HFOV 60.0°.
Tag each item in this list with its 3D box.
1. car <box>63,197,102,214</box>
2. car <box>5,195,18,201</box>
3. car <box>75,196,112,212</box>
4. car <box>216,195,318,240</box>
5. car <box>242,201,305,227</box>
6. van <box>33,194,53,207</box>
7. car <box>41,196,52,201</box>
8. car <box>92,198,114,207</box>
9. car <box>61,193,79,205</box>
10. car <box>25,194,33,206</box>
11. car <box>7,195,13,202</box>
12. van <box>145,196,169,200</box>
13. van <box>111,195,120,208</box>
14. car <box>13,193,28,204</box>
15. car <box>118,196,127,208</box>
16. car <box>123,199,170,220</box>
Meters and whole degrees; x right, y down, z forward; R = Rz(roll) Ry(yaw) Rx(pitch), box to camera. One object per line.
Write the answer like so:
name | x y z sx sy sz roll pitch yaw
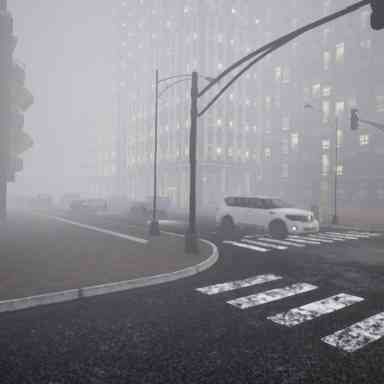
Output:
car | -10.890 1.427 32.897 2.008 1.369 4.403 1 -1 -35
car | -40.312 1.378 74.354 2.008 1.369 4.403 1 -1 -35
car | -11.412 1.469 38.119 2.033 1.411 5.357 1 -1 -35
car | 3.670 1.184 17.304 2.150 2.045 5.566 1 -1 -39
car | 5.754 1.505 23.928 1.967 1.590 4.097 1 -1 -35
van | -20.693 1.197 46.718 1.690 1.788 3.998 1 -1 -35
car | -36.750 1.570 83.809 1.802 1.307 4.206 1 -1 -35
car | -13.865 1.586 51.565 1.947 1.339 4.313 1 -1 -35
car | -20.506 1.181 56.287 2.150 2.045 5.566 1 -1 -35
car | -23.967 1.432 51.322 1.802 1.307 4.206 1 -1 -35
car | -37.043 1.397 69.748 1.947 1.339 4.313 1 -1 -35
van | -4.053 1.382 37.748 1.690 1.788 3.998 1 -1 -35
van | -10.591 1.368 46.961 1.690 1.788 3.998 1 -1 -35
car | -30.501 1.155 60.537 2.192 1.841 5.009 1 -1 -35
car | -7.326 1.584 42.352 2.008 1.369 4.403 1 -1 -35
car | -3.641 1.503 27.156 1.994 1.385 4.181 1 -1 -35
